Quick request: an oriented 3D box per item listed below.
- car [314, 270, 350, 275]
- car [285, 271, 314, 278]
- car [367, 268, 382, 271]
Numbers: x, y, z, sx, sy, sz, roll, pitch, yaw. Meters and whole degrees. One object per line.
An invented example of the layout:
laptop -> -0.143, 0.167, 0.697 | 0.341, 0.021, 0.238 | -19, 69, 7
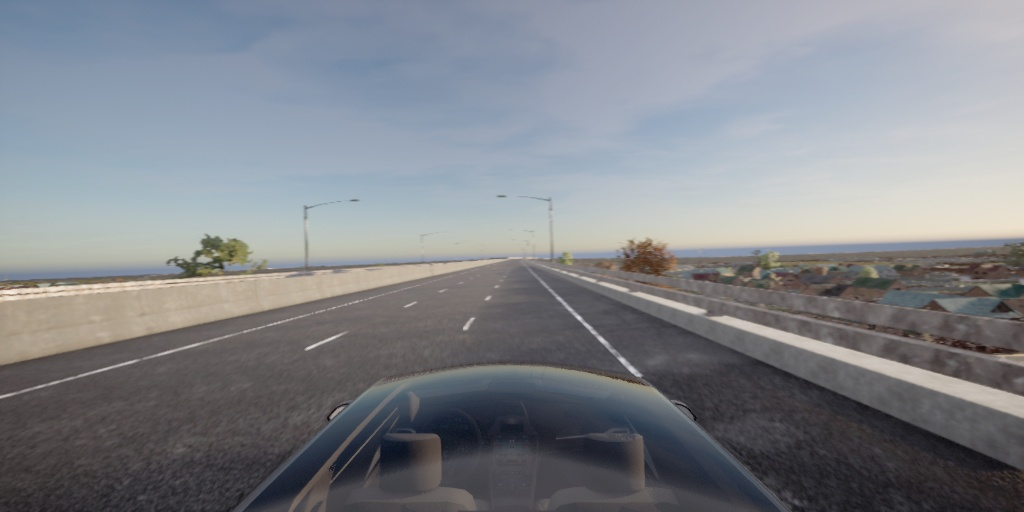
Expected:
car -> -20.123, 2.311, 41.662 | 2.033, 1.411, 5.357 | -2, 0, 2
car -> -23.637, 2.430, 40.751 | 2.033, 1.411, 5.357 | -2, 0, 2
car -> -16.582, 2.198, 43.477 | 2.033, 1.411, 5.357 | -2, 0, 2
